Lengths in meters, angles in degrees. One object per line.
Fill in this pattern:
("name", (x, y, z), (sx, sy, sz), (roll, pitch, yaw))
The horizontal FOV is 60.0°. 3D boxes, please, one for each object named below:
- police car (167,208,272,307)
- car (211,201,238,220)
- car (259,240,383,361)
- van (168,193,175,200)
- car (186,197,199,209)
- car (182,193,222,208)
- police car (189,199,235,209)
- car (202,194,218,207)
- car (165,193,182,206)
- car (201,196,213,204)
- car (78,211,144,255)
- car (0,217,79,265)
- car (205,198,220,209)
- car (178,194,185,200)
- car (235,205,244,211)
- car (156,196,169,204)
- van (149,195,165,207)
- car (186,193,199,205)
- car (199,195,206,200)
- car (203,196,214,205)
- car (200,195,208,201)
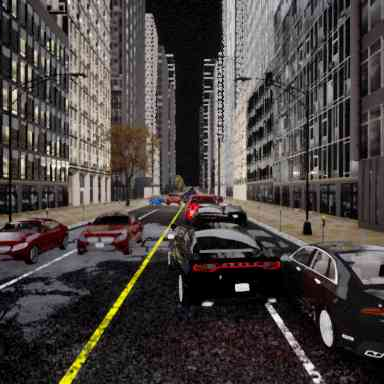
("police car", (0.472, 1.424, 8.227), (1.930, 1.638, 5.238), (0, 0, -9))
("car", (2.740, 1.537, 28.720), (1.887, 1.381, 4.507), (0, 0, 0))
("car", (2.697, 1.550, 5.928), (2.008, 1.369, 4.403), (0, 0, 0))
("van", (-5.525, 1.264, 91.421), (1.690, 1.788, 3.998), (0, 0, 0))
("car", (0.108, 1.506, 45.778), (1.812, 1.442, 4.674), (0, 0, 1))
("car", (0.606, 1.216, 24.207), (2.150, 2.045, 5.566), (0, 0, -2))
("police car", (0.934, 1.421, 18.327), (1.930, 1.638, 5.238), (0, 0, 0))
("car", (2.781, 1.290, 51.513), (2.192, 1.841, 5.009), (0, 0, 0))
("car", (-2.990, 1.191, 54.844), (2.150, 2.045, 5.566), (0, 0, 0))
("car", (2.803, 1.509, 62.909), (1.887, 1.381, 4.507), (0, 0, 0))
("car", (-3.074, 1.523, 13.395), (1.812, 1.442, 4.674), (0, 0, 0))
("car", (-5.673, 1.580, 11.647), (1.802, 1.307, 4.206), (0, 0, 0))
("car", (2.772, 1.525, 45.814), (1.887, 1.381, 4.507), (0, 0, 0))
("car", (-2.823, 1.423, 94.562), (1.837, 1.490, 4.892), (0, 0, 0))
("car", (2.729, 1.560, 23.022), (1.947, 1.339, 4.313), (0, 0, 0))
("car", (-5.577, 1.515, 62.927), (2.008, 1.369, 4.403), (0, 0, 0))
("van", (-5.600, 1.317, 51.534), (1.690, 1.788, 3.998), (0, 0, 0))
("car", (0.110, 1.190, 58.745), (2.150, 2.045, 5.566), (0, 0, 0))
("car", (2.857, 1.489, 91.402), (1.947, 1.339, 4.313), (0, 0, 0))
("car", (2.793, 1.495, 57.381), (1.752, 1.417, 4.829), (0, 0, 0))
("car", (2.836, 1.467, 80.175), (1.752, 1.417, 4.829), (0, 0, 0))
